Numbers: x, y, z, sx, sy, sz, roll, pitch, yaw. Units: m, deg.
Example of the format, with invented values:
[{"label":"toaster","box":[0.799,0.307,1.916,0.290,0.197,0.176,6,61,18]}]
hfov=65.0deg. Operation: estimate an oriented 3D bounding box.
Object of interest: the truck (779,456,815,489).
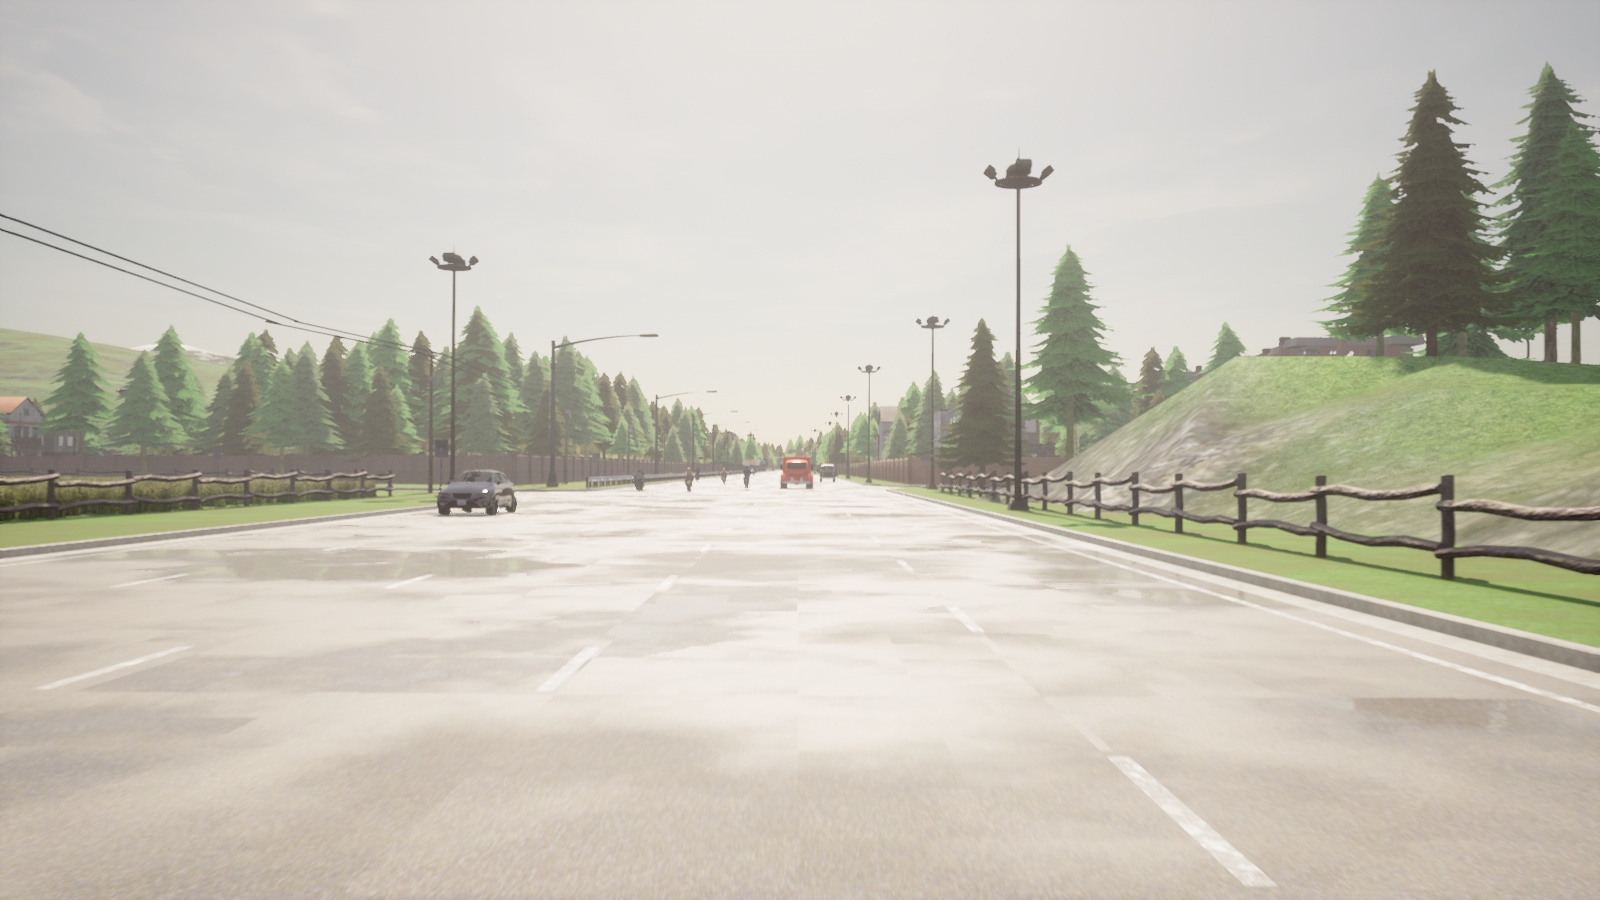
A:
[{"label":"truck","box":[-0.231,1.700,96.117,2.627,2.467,5.204,0,-1,0]}]

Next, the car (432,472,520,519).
[{"label":"car","box":[-10.599,1.457,41.381,1.816,1.474,4.193,0,-1,0]}]
